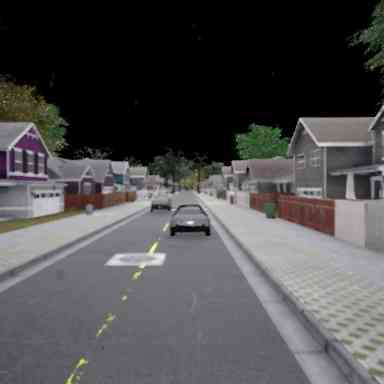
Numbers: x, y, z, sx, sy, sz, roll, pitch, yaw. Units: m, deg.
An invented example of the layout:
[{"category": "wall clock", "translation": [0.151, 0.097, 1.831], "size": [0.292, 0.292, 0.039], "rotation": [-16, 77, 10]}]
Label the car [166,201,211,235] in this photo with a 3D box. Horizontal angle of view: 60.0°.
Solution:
[{"category": "car", "translation": [-0.095, 1.351, 17.241], "size": [1.994, 1.385, 4.181], "rotation": [0, 1, 0]}]

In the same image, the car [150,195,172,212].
[{"category": "car", "translation": [-2.954, 1.083, 32.785], "size": [1.882, 1.535, 5.008], "rotation": [0, 1, 0]}]
